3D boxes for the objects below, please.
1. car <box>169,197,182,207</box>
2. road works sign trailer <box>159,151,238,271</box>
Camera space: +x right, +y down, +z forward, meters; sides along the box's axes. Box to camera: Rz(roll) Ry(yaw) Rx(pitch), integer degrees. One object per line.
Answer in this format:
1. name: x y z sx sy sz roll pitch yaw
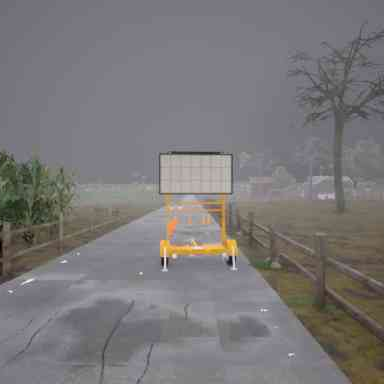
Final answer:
1. car: -2.731 1.703 56.295 1.837 1.490 4.892 0 0 0
2. road works sign trailer: 0.115 0.476 10.977 2.380 3.560 2.880 0 0 -5
